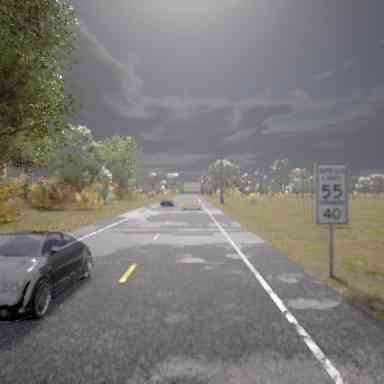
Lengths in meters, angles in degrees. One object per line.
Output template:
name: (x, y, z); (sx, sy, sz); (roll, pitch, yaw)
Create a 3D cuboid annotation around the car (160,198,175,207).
car: (-3.581, 1.487, 48.192); (1.895, 1.301, 4.718); (0, 0, 0)

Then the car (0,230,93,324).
car: (-3.601, 1.546, 7.090); (1.994, 1.385, 4.181); (0, 0, 0)

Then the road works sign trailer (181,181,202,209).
road works sign trailer: (-0.001, 0.361, 43.366); (2.380, 3.560, 2.880); (0, 0, 0)
